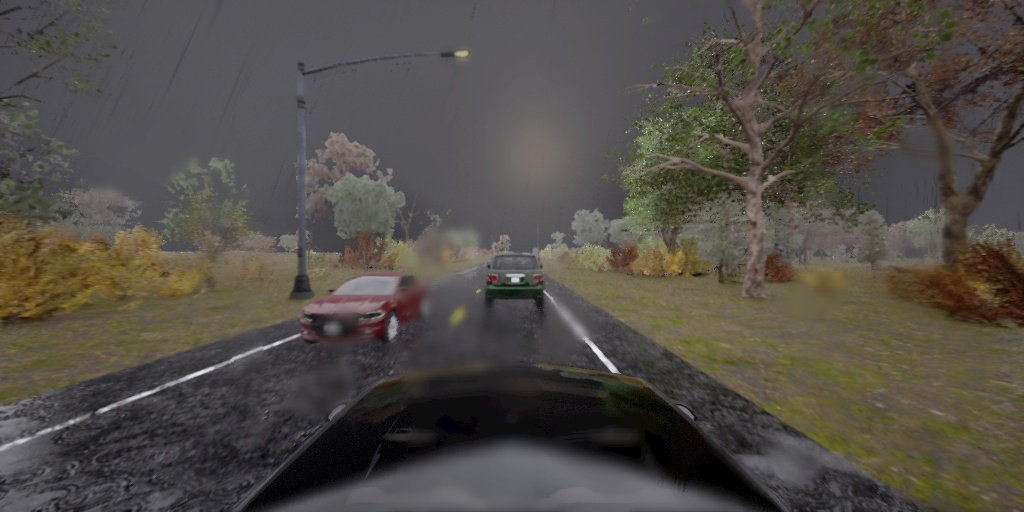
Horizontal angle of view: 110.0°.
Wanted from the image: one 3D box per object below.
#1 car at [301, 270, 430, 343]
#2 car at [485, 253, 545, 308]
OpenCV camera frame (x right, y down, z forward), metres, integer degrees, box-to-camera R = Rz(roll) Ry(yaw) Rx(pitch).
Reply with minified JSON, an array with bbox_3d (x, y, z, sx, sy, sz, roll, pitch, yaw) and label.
[{"bbox_3d":[-3.591,1.173,9.676,1.882,1.535,5.008,0,0,0],"label":"car"},{"bbox_3d":[0.120,0.882,14.761,2.150,2.045,5.566,0,0,0],"label":"car"}]
